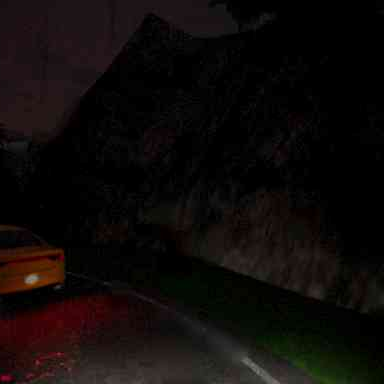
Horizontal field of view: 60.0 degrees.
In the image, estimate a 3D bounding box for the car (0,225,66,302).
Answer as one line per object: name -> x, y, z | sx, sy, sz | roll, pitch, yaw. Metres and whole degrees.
car -> -4.976, 1.524, 7.957 | 5.008, 1.535, 1.882 | 0, 0, 40
